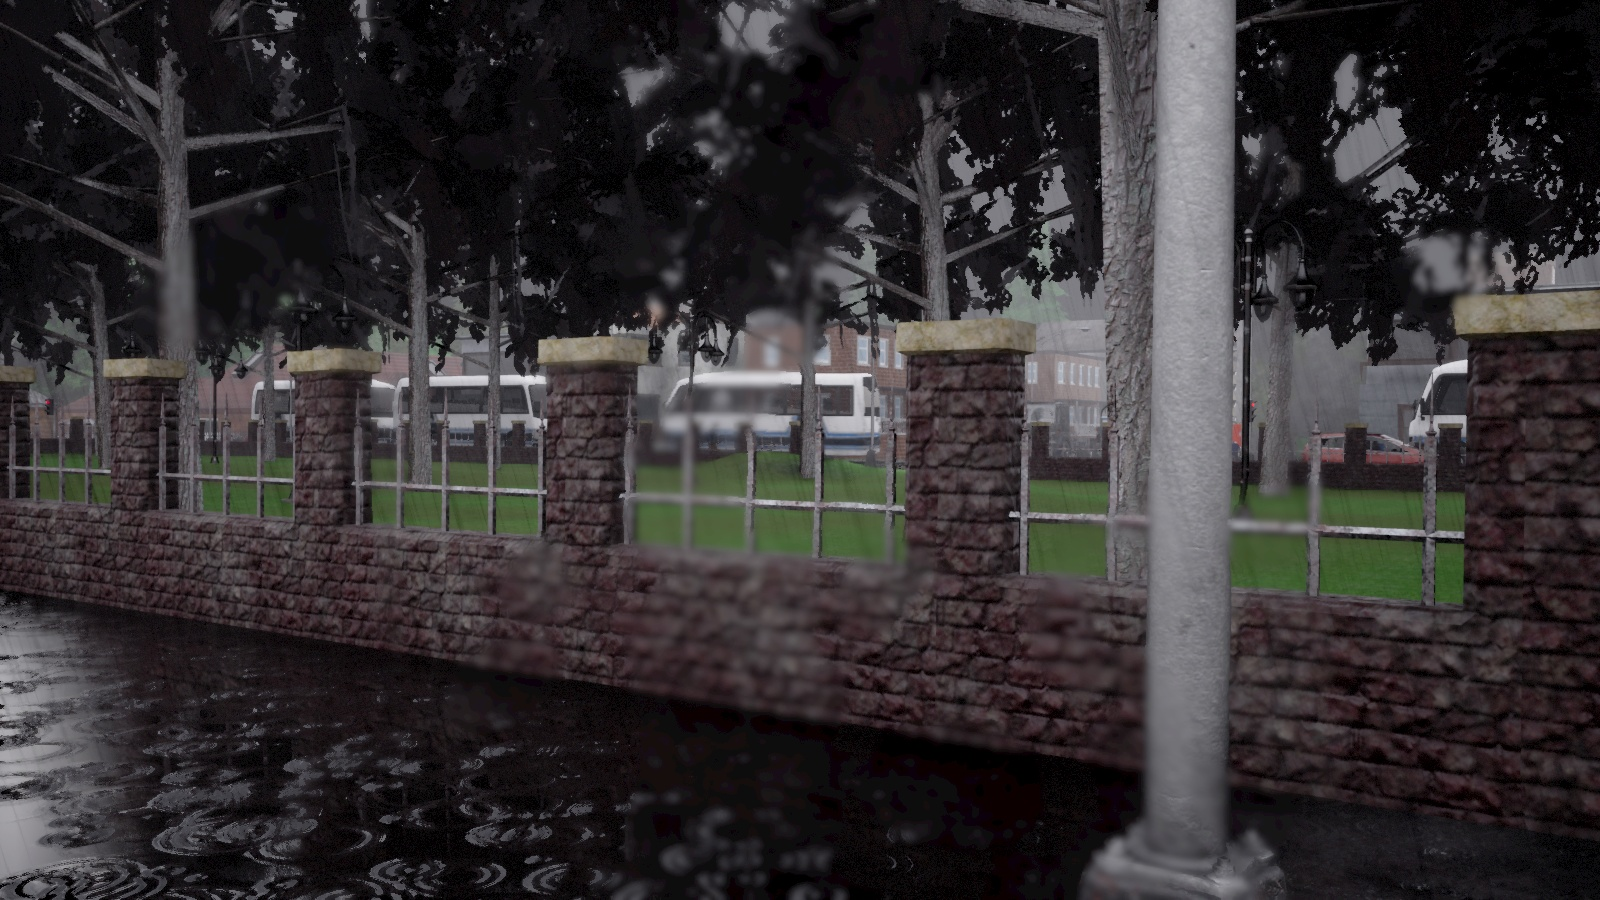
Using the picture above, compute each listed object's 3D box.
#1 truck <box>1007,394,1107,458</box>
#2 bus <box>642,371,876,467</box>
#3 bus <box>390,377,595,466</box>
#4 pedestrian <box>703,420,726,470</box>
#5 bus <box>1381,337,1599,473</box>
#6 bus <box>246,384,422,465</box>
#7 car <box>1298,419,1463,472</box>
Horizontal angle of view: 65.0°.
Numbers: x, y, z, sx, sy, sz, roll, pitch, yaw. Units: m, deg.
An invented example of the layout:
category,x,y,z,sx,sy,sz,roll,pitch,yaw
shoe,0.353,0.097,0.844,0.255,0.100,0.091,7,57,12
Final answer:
category,x,y,z,sx,sy,sz,roll,pitch,yaw
truck,14.964,-1.379,72.713,2.891,3.462,7.936,0,1,34
bus,-1.909,-1.435,59.132,10.273,4.253,3.944,0,2,19
bus,-15.736,-1.376,63.988,10.273,4.253,3.944,0,1,30
pedestrian,-3.360,-0.206,49.603,0.788,1.949,0.423,0,1,34
bus,25.280,-1.444,41.745,10.273,4.253,3.944,0,1,35
bus,-26.370,-1.373,70.798,10.273,4.253,3.944,0,1,34
car,19.002,-0.158,41.149,4.611,1.667,2.242,0,1,34
